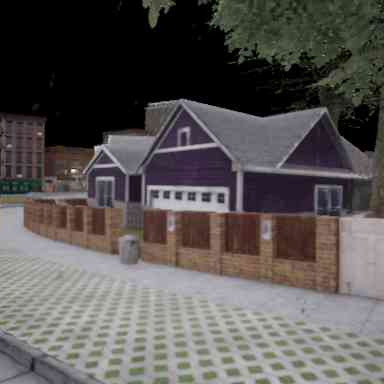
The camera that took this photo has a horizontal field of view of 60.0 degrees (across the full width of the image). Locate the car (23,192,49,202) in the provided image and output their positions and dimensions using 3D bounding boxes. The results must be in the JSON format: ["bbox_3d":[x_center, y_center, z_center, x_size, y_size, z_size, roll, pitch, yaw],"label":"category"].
[{"bbox_3d":[-23.524,0.826,50.573,2.097,1.767,4.553,1,1,3],"label":"car"}]

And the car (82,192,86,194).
[{"bbox_3d":[-20.604,0.528,67.527,1.994,1.385,4.181,2,3,18],"label":"car"}]
